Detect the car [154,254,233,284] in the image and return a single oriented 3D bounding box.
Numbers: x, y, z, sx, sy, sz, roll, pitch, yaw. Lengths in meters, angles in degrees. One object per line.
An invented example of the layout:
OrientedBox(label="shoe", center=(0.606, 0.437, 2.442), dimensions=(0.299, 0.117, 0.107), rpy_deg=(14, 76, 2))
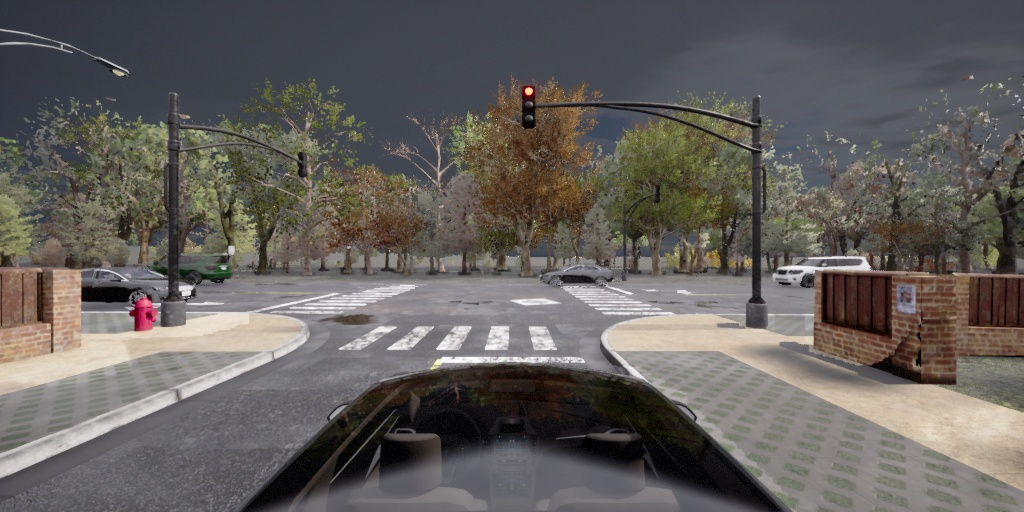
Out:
OrientedBox(label="car", center=(-21.865, 0.901, 23.903), dimensions=(5.566, 2.045, 2.150), rpy_deg=(0, 0, 0))

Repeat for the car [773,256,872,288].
OrientedBox(label="car", center=(20.682, 1.051, 23.949), dimensions=(5.566, 2.045, 2.150), rpy_deg=(0, 0, -1))

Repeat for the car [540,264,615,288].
OrientedBox(label="car", center=(4.323, 1.270, 23.920), dimensions=(4.902, 1.511, 2.128), rpy_deg=(0, 0, 0))

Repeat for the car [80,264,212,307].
OrientedBox(label="car", center=(-15.118, 1.183, 13.946), dimensions=(4.902, 1.511, 2.128), rpy_deg=(0, 0, 0))
